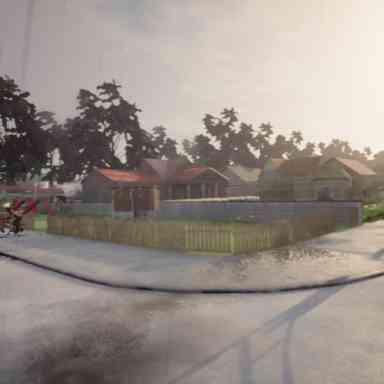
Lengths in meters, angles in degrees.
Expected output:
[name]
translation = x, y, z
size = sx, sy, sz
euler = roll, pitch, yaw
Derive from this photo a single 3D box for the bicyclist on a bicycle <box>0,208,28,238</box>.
[bicyclist on a bicycle]
translation = -9.968, 1.685, 18.500
size = 0.582, 1.620, 1.656
euler = -2, 0, 43
